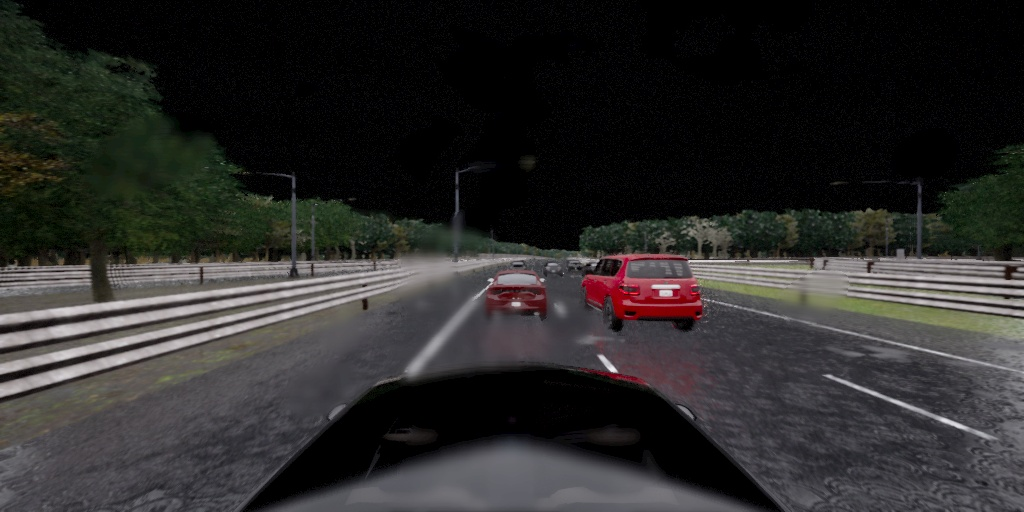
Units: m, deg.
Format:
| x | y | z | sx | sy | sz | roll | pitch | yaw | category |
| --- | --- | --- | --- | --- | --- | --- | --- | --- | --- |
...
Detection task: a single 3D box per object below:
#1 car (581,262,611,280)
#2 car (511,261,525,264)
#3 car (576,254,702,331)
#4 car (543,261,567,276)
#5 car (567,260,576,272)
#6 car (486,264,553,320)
| x | y | z | sx | sy | sz | roll | pitch | yaw | category |
| --- | --- | --- | --- | --- | --- | --- | --- | --- | --- |
| 7.467 | 1.269 | 32.390 | 1.812 | 1.442 | 4.674 | 0 | 0 | 2 | car |
| 0.650 | 1.244 | 36.831 | 1.837 | 1.490 | 4.892 | 0 | 1 | 2 | car |
| 3.655 | 0.968 | 11.140 | 2.150 | 2.045 | 5.566 | 0 | 0 | 0 | car |
| 4.130 | 1.266 | 36.338 | 1.812 | 1.442 | 4.674 | 0 | 0 | 3 | car |
| 8.039 | 1.251 | 46.928 | 1.837 | 1.490 | 4.892 | 0 | 1 | 3 | car |
| 0.173 | 1.222 | 12.695 | 1.882 | 1.535 | 5.008 | 0 | 0 | 1 | car |
